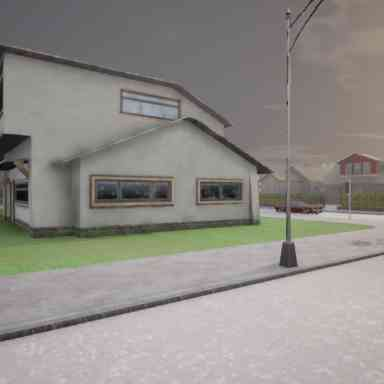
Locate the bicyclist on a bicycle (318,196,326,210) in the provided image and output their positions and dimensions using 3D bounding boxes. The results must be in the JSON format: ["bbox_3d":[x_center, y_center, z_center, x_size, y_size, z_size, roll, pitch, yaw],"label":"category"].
[{"bbox_3d":[15.772,1.349,40.310,1.656,1.620,0.582,0,0,-35],"label":"bicyclist on a bicycle"}]

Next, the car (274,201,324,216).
[{"bbox_3d":[10.598,1.601,33.095,1.895,1.301,4.718,0,0,-35],"label":"car"}]
